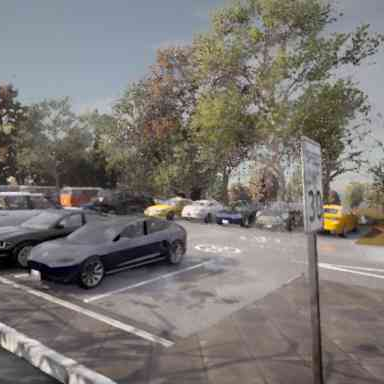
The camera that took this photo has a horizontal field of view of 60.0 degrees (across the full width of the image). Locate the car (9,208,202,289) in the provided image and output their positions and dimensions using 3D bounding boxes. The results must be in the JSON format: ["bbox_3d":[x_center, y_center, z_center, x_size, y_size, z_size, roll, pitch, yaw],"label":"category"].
[{"bbox_3d":[-2.075,1.442,9.369,2.163,1.488,4.792,2,1,36],"label":"car"}]

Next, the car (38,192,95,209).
[{"bbox_3d":[-12.379,0.769,33.087,2.163,1.488,4.792,2,1,36],"label":"car"}]

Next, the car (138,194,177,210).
[{"bbox_3d":[-1.202,1.152,24.706,1.946,1.575,5.366,2,1,36],"label":"car"}]

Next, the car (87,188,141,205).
[{"bbox_3d":[-5.550,0.736,28.128,2.435,2.045,5.566,2,1,36],"label":"car"}]

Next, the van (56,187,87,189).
[{"bbox_3d":[-10.080,0.592,31.526,1.878,1.987,4.442,2,1,36],"label":"van"}]

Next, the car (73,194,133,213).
[{"bbox_3d":[-7.830,0.932,29.713,2.163,1.488,4.792,2,1,36],"label":"car"}]

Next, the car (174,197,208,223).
[{"bbox_3d":[1.145,1.279,23.227,2.002,1.452,4.674,2,1,36],"label":"car"}]

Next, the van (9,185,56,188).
[{"bbox_3d":[-16.816,0.379,36.139,1.878,1.987,4.442,2,1,36],"label":"van"}]

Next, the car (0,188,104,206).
[{"bbox_3d":[-6.525,0.993,12.671,2.435,2.045,5.566,2,1,36],"label":"car"}]

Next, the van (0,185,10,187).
[{"bbox_3d":[-21.179,0.256,39.584,1.878,1.987,4.442,2,1,36],"label":"van"}]

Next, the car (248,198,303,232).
[{"bbox_3d":[5.550,1.278,20.071,2.185,1.767,4.553,2,1,36],"label":"car"}]

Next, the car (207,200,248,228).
[{"bbox_3d":[3.370,1.353,21.579,2.163,1.488,4.792,2,1,36],"label":"car"}]

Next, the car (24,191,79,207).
[{"bbox_3d":[-14.514,0.700,34.637,2.163,1.488,4.792,2,1,36],"label":"car"}]

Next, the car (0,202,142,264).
[{"bbox_3d":[-4.299,1.328,11.026,2.097,1.535,5.008,2,1,36],"label":"car"}]

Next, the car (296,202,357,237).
[{"bbox_3d":[7.767,1.487,18.417,2.097,1.535,5.008,2,1,36],"label":"car"}]
